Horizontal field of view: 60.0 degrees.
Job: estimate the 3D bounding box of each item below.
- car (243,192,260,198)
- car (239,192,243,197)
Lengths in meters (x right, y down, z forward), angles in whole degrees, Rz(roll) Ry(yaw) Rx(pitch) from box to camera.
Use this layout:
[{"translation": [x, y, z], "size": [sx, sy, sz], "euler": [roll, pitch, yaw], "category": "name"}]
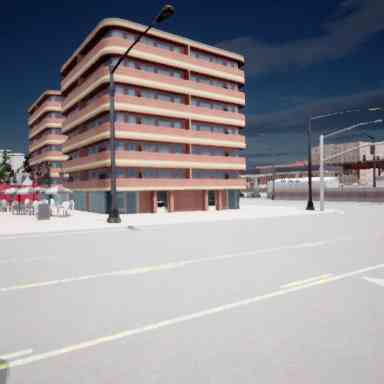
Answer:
[{"translation": [16.436, 0.783, 88.833], "size": [3.806, 1.475, 1.970], "euler": [-1, 1, -35], "category": "car"}, {"translation": [12.462, 0.636, 93.051], "size": [4.611, 1.667, 2.242], "euler": [-1, 1, -35], "category": "car"}]
